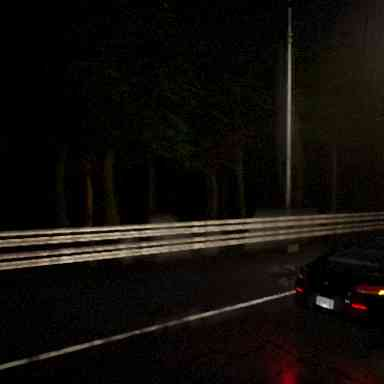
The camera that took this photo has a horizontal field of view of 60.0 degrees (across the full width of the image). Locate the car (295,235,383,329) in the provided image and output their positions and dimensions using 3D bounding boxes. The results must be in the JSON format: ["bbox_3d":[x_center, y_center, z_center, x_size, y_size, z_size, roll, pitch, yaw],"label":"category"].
[{"bbox_3d":[3.969,1.598,6.579,4.674,1.442,1.812,1,0,-35],"label":"car"}]
